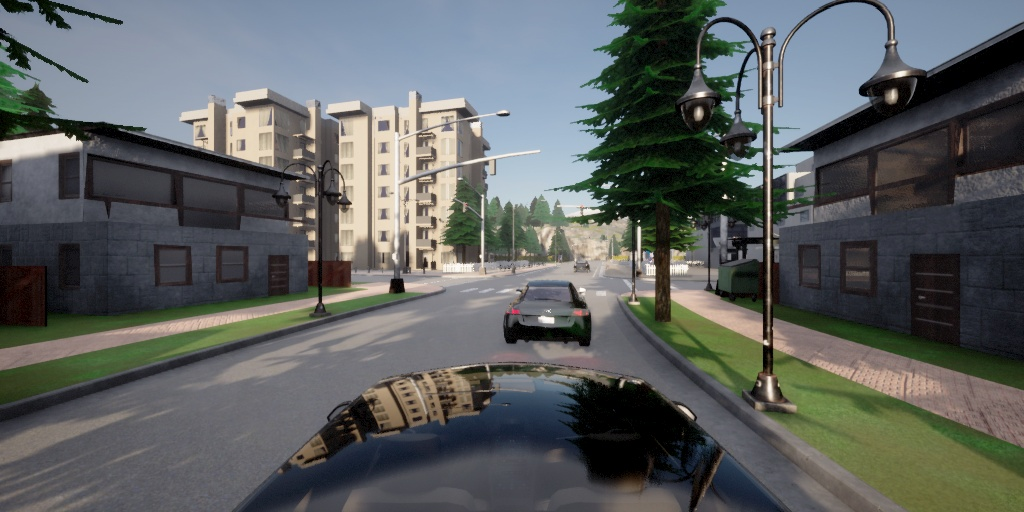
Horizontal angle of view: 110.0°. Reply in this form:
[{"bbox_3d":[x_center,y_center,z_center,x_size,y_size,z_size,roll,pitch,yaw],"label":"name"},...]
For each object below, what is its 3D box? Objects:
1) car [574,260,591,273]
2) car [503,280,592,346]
[{"bbox_3d":[8.802,1.276,45.011,2.128,1.511,4.902,0,0,14],"label":"car"},{"bbox_3d":[1.011,1.314,9.488,1.994,1.385,4.181,0,0,9],"label":"car"}]
